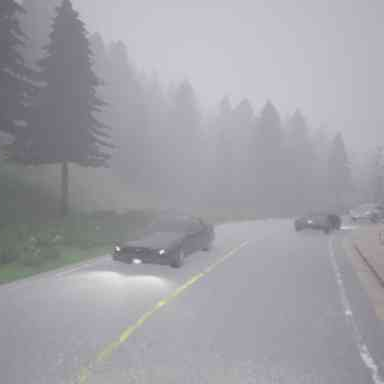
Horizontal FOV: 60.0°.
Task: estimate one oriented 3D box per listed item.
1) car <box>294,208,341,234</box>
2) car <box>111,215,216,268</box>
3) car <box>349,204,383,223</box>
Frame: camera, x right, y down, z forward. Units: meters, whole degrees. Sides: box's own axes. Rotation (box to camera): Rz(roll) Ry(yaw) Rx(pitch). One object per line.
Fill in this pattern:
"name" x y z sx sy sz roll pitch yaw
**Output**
"car" 7.840 1.672 20.547 1.994 1.385 4.181 1 0 35
"car" -0.625 1.542 11.681 2.033 1.411 5.357 1 0 20
"car" 14.880 1.729 27.601 4.674 1.442 1.812 1 0 -36
